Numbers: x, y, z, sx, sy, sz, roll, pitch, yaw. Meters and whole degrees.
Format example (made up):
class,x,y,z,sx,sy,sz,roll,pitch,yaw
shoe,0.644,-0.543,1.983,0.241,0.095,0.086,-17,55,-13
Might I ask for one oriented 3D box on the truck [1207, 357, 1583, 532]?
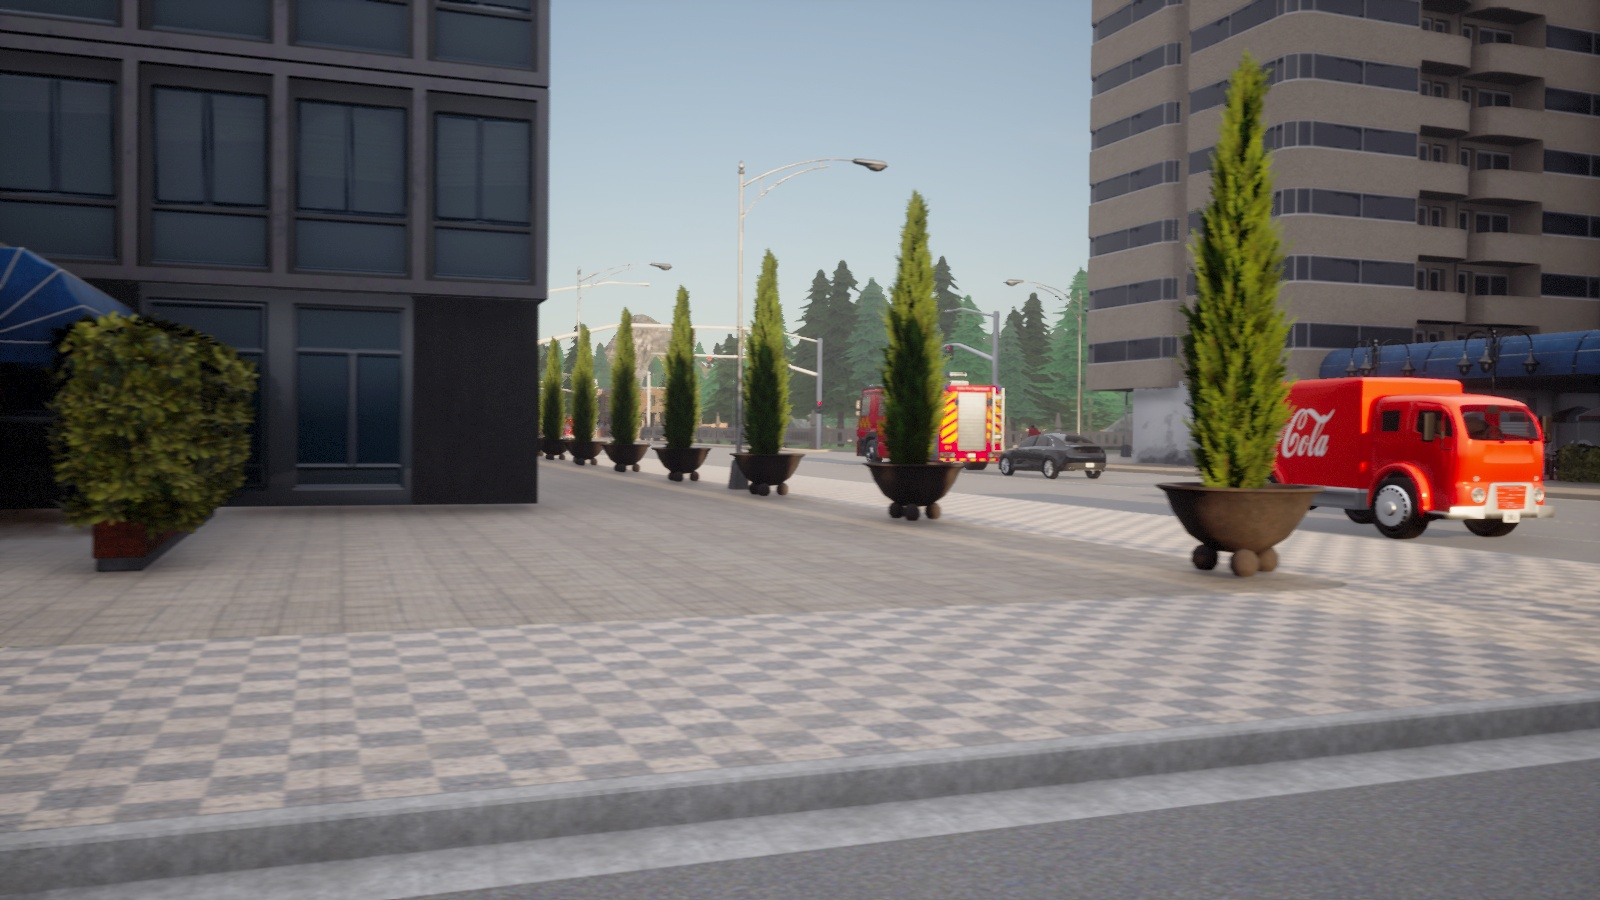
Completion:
class,x,y,z,sx,sy,sz,roll,pitch,yaw
truck,9.429,-0.125,20.534,2.627,2.467,5.204,-1,1,-20

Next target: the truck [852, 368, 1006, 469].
class,x,y,z,sx,sy,sz,roll,pitch,yaw
truck,5.165,-1.274,52.333,2.891,3.827,8.468,-1,1,-20

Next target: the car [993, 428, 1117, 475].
class,x,y,z,sx,sy,sz,roll,pitch,yaw
car,8.634,0.010,42.964,1.837,1.490,4.892,-1,1,-20
